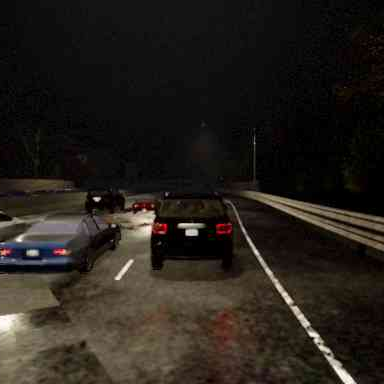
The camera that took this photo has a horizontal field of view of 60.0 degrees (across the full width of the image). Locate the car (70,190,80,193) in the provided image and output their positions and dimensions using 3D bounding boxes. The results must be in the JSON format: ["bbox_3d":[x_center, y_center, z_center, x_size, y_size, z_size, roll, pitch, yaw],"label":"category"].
[{"bbox_3d":[-17.791,0.373,54.616,1.837,1.490,4.892,0,1,0],"label":"car"}]

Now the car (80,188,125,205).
[{"bbox_3d":[-7.053,0.643,27.436,2.150,2.045,5.566,0,1,0],"label":"car"}]

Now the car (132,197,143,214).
[{"bbox_3d":[-3.555,1.027,27.091,1.895,1.301,4.718,0,1,0],"label":"car"}]

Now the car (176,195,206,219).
[{"bbox_3d":[-0.061,1.020,24.854,2.033,1.411,5.357,0,1,0],"label":"car"}]

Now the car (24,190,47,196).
[{"bbox_3d":[-24.782,0.405,54.126,1.812,1.442,4.674,0,1,0],"label":"car"}]

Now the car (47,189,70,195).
[{"bbox_3d":[-21.285,0.353,54.300,1.882,1.535,5.008,0,1,0],"label":"car"}]

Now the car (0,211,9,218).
[{"bbox_3d":[-7.004,1.289,10.988,1.812,1.442,4.674,0,1,-1],"label":"car"}]

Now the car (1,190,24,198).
[{"bbox_3d":[-28.278,0.383,52.783,1.882,1.535,5.008,0,1,0],"label":"car"}]

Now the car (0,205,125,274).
[{"bbox_3d":[-3.496,1.335,9.828,2.033,1.411,5.357,0,1,0],"label":"car"}]

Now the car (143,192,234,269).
[{"bbox_3d":[0.006,0.994,10.492,2.150,2.045,5.566,0,1,0],"label":"car"}]
